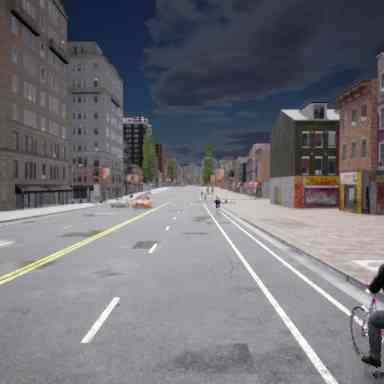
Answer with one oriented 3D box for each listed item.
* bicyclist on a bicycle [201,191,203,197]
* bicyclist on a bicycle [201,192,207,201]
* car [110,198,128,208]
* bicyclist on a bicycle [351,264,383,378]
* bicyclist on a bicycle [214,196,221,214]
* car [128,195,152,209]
[{"bbox_3d":[2.819,0.546,93.569,0.659,1.776,1.843,0,2,0],"label":"bicyclist on a bicycle"},{"bbox_3d":[2.617,0.984,65.414,0.866,1.612,1.509,-1,0,0],"label":"bicyclist on a bicycle"},{"bbox_3d":[-9.562,1.469,44.465,1.895,1.301,4.718,0,0,1],"label":"car"},{"bbox_3d":[2.273,1.370,3.860,0.659,1.776,1.843,0,0,0],"label":"bicyclist on a bicycle"},{"bbox_3d":[2.444,1.312,31.866,0.659,1.776,1.843,0,0,0],"label":"bicyclist on a bicycle"},{"bbox_3d":[-6.329,1.233,42.398,2.097,1.767,4.553,0,0,1],"label":"car"}]
